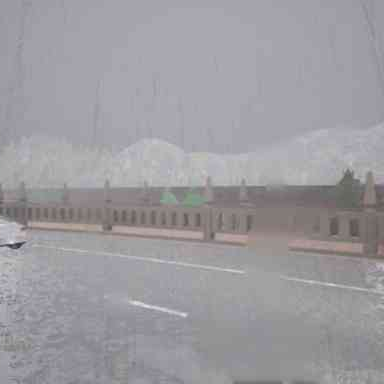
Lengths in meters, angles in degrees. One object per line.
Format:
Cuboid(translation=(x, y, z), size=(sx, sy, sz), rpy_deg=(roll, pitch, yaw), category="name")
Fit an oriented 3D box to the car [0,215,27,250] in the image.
Cuboid(translation=(-8.364, 1.522, 12.774), size=(4.674, 1.442, 1.812), rpy_deg=(0, 0, 28), category="car")
